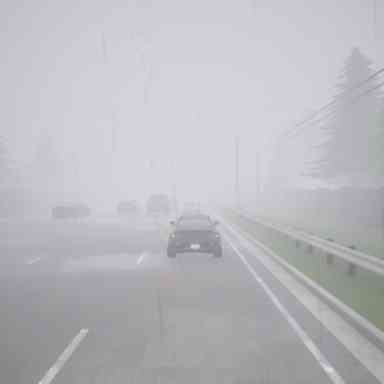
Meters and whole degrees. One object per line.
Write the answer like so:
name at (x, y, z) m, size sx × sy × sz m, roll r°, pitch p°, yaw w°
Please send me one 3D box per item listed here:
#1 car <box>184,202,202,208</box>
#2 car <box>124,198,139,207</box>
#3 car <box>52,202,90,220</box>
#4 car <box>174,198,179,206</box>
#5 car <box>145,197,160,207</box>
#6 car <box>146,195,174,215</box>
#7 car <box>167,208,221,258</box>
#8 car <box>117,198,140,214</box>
car at (0.101, 1.725, 34.494) m, size 1.895 × 1.301 × 4.718 m, roll 0°, pitch 0°, yaw 0°
car at (-10.395, 1.733, 57.373) m, size 1.812 × 1.442 × 4.674 m, roll 0°, pitch 0°, yaw 0°
car at (-10.398, 1.583, 28.995) m, size 1.882 × 1.535 × 5.008 m, roll 0°, pitch 0°, yaw 0°
car at (-3.396, 1.740, 59.295) m, size 1.812 × 1.442 × 4.674 m, roll 0°, pitch 0°, yaw 0°
car at (-6.896, 1.703, 58.422) m, size 2.128 × 1.511 × 4.902 m, roll 0°, pitch 0°, yaw 0°
car at (-3.399, 1.346, 35.116) m, size 2.150 × 2.045 × 5.566 m, roll 0°, pitch -1°, yaw 0°
car at (0.101, 1.573, 12.943) m, size 1.812 × 1.442 × 4.674 m, roll 0°, pitch 0°, yaw 0°
car at (-6.898, 1.624, 36.622) m, size 2.128 × 1.511 × 4.902 m, roll 0°, pitch 0°, yaw 0°
